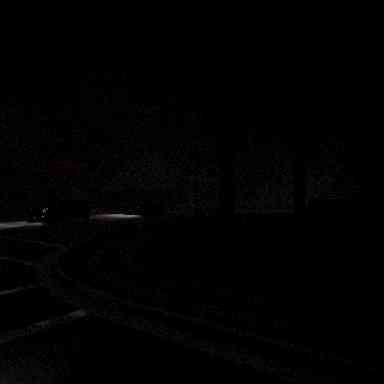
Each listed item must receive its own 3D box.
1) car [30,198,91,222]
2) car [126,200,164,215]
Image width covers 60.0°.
[{"bbox_3d":[-10.366,1.351,26.406,2.097,1.767,4.553,0,0,34],"label":"car"},{"bbox_3d":[-4.781,1.523,34.682,1.812,1.442,4.674,0,0,34],"label":"car"}]
